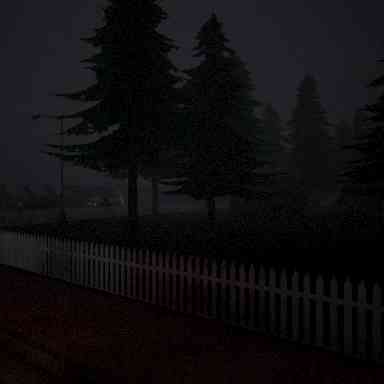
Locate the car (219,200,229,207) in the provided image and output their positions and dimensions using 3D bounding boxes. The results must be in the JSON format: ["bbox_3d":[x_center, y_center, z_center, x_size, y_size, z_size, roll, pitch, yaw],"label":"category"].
[{"bbox_3d":[4.278,1.221,51.479,2.150,2.045,5.566,0,0,34],"label":"car"}]

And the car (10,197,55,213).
[{"bbox_3d":[-18.052,1.352,37.661,2.097,1.767,4.553,0,0,34],"label":"car"}]

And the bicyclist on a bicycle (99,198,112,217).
[{"bbox_3d":[-7.200,1.302,27.864,1.656,1.620,0.582,0,0,34],"label":"bicyclist on a bicycle"}]

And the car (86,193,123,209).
[{"bbox_3d":[-12.093,1.221,46.420,2.150,2.045,5.566,0,0,34],"label":"car"}]

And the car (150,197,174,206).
[{"bbox_3d":[-5.058,1.490,56.664,2.128,1.511,4.902,0,0,35],"label":"car"}]
